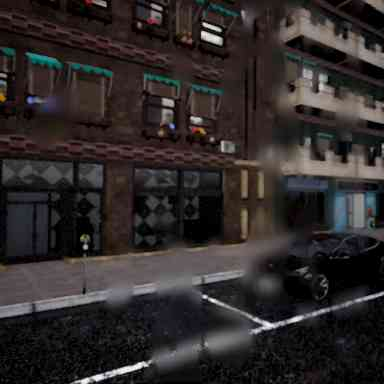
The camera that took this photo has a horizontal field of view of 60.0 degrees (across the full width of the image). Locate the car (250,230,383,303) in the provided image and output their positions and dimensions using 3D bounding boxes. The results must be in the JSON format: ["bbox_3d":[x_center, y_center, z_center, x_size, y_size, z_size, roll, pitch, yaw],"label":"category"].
[{"bbox_3d":[3.473,1.700,8.564,4.313,1.339,1.947,1,-1,-33],"label":"car"}]
